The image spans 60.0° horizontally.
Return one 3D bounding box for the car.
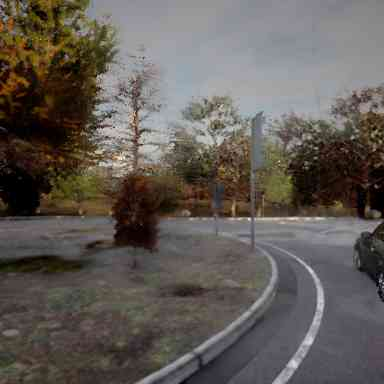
[{"bbox_3d":[5.399,1.423,8.097,2.097,1.767,4.553,0,-1,18],"label":"car"}]
